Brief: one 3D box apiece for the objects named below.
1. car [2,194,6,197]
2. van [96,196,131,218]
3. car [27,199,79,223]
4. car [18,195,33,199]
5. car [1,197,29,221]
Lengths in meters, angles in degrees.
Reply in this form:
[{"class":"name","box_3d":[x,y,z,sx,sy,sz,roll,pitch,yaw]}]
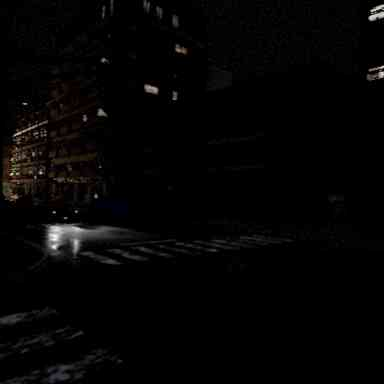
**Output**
[{"class":"car","box_3d":[-36.006,0.985,62.085,1.947,1.339,4.313,1,0,-41]},{"class":"van","box_3d":[-6.830,1.238,28.778,1.690,1.788,3.998,1,0,-41]},{"class":"car","box_3d":[-9.709,1.376,23.435,1.895,1.301,4.718,2,-1,-41]},{"class":"car","box_3d":[-25.067,1.161,49.594,1.947,1.339,4.313,1,0,-41]},{"class":"car","box_3d":[-13.136,1.247,23.258,1.947,1.339,4.313,1,0,-41]}]
